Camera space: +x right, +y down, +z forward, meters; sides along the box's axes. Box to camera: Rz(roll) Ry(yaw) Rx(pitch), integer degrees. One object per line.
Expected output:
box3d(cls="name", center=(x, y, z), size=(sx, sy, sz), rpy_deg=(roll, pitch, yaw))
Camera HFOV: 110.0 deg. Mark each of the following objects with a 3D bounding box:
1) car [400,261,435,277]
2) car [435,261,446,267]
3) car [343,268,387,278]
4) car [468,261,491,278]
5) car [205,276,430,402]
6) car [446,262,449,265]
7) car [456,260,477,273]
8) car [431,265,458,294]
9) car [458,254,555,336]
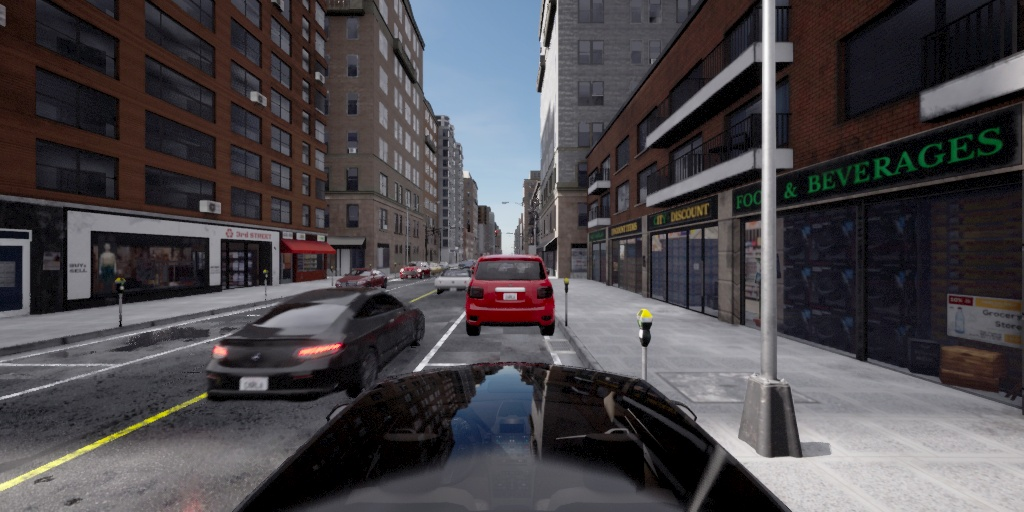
box3d(cls="car", center=(-8.408, 1.190, 31.425), size=(1.967, 1.591, 4.097), rpy_deg=(0, 0, 0))
box3d(cls="car", center=(-8.408, 1.275, 36.773), size=(1.751, 1.417, 4.829), rpy_deg=(0, 0, 0))
box3d(cls="car", center=(-8.408, 1.332, 20.388), size=(1.802, 1.307, 4.207), rpy_deg=(0, 0, 0))
box3d(cls="car", center=(-3.014, 1.275, 34.325), size=(1.812, 1.442, 4.674), rpy_deg=(0, 0, 0))
box3d(cls="car", center=(-2.918, 1.275, 6.356), size=(1.812, 1.442, 4.674), rpy_deg=(0, 0, 0))
box3d(cls="car", center=(-8.408, 1.300, 42.461), size=(2.007, 1.370, 4.403), rpy_deg=(0, 0, 0))
box3d(cls="car", center=(-5.772, 1.296, 46.028), size=(2.033, 1.411, 5.357), rpy_deg=(0, 0, 0))
box3d(cls="car", center=(-2.920, 1.351, 20.025), size=(1.895, 1.301, 4.718), rpy_deg=(0, 0, 0))
box3d(cls="car", center=(-0.039, 0.978, 10.530), size=(2.150, 2.045, 5.566), rpy_deg=(0, 0, 0))
